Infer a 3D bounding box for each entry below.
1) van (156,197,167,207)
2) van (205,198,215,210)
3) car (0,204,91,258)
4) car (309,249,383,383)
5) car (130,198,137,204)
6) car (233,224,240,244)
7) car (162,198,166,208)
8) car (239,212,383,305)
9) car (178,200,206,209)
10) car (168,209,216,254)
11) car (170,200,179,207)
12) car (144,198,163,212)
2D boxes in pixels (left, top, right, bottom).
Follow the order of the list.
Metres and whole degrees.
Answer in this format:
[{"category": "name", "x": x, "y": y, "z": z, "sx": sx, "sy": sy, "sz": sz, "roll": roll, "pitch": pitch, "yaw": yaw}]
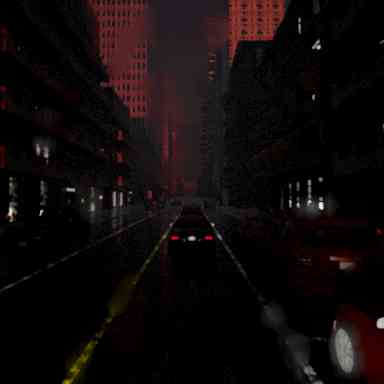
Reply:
[{"category": "van", "x": -5.823, "y": 1.945, "z": 63.537, "sx": 1.690, "sy": 1.788, "sz": 3.998, "roll": 1, "pitch": -1, "yaw": 0}, {"category": "van", "x": 2.696, "y": 1.841, "z": 52.511, "sx": 1.690, "sy": 1.788, "sz": 3.998, "roll": 1, "pitch": -1, "yaw": 0}, {"category": "car", "x": -5.675, "y": 1.448, "z": 13.676, "sx": 2.192, "sy": 1.841, "sz": 5.009, "roll": 1, "pitch": -1, "yaw": 0}, {"category": "car", "x": 2.704, "y": 1.571, "z": 2.648, "sx": 1.887, "sy": 1.381, "sz": 4.507, "roll": 1, "pitch": -1, "yaw": 0}, {"category": "car", "x": -16.510, "y": 2.315, "z": 86.178, "sx": 4.097, "sy": 1.590, "sz": 1.967, "roll": 0, "pitch": -2, "yaw": 0}, {"category": "car", "x": 2.701, "y": 1.715, "z": 13.728, "sx": 1.802, "sy": 1.307, "sz": 4.206, "roll": 1, "pitch": -1, "yaw": 0}, {"category": "car", "x": -5.655, "y": 2.082, "z": 52.454, "sx": 1.802, "sy": 1.307, "sz": 4.206, "roll": 1, "pitch": -1, "yaw": 0}, {"category": "car", "x": 2.707, "y": 1.395, "z": 8.190, "sx": 2.192, "sy": 1.841, "sz": 5.009, "roll": 1, "pitch": -1, "yaw": 0}, {"category": "car", "x": 0.001, "y": 1.760, "z": 29.484, "sx": 1.882, "sy": 1.535, "sz": 5.008, "roll": 0, "pitch": 0, "yaw": 0}, {"category": "car", "x": -0.002, "y": 1.683, "z": 14.012, "sx": 2.033, "sy": 1.411, "sz": 5.357, "roll": 0, "pitch": -1, "yaw": 0}, {"category": "car", "x": -3.045, "y": 2.179, "z": 64.479, "sx": 1.994, "sy": 1.385, "sz": 4.181, "roll": 0, "pitch": 0, "yaw": 1}, {"category": "car", "x": -5.654, "y": 1.998, "z": 46.914, "sx": 2.008, "sy": 1.369, "sz": 4.403, "roll": 1, "pitch": -1, "yaw": 0}]
